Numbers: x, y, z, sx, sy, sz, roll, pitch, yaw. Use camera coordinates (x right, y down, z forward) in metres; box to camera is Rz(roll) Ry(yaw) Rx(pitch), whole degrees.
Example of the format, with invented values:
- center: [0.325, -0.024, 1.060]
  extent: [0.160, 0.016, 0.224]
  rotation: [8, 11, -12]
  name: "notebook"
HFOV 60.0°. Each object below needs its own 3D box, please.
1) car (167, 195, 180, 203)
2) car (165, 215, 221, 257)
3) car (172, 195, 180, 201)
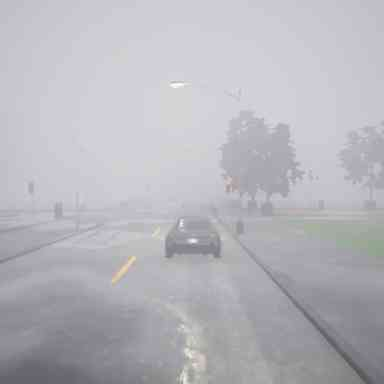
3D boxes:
- center: [-3.984, 1.564, 69.213]
  extent: [1.994, 1.385, 4.181]
  rotation: [0, 0, 0]
  name: "car"
- center: [0.051, 1.567, 12.902]
  extent: [1.994, 1.385, 4.181]
  rotation: [0, 0, 1]
  name: "car"
- center: [-3.980, 1.476, 84.877]
  extent: [1.882, 1.535, 5.008]
  rotation: [0, 0, 0]
  name: "car"
